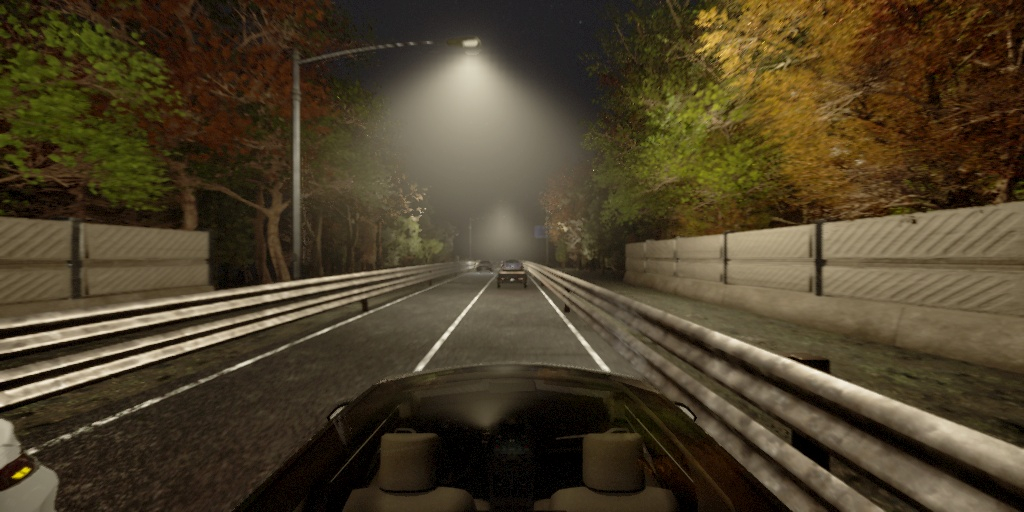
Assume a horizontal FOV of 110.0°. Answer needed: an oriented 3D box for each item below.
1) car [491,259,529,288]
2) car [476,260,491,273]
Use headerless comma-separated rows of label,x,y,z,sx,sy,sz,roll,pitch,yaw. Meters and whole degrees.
car,0.017,1.152,22.712,2.128,1.511,4.902,0,0,0
car,-3.301,1.276,44.255,1.812,1.442,4.674,0,-1,0
